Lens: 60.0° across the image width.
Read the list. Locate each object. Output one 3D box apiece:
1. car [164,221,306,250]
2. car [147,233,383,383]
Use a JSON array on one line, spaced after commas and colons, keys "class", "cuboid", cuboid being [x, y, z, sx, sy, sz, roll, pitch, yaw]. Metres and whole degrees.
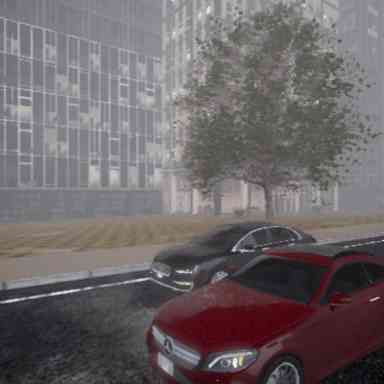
[{"class": "car", "cuboid": [1.289, 1.548, 8.576, 4.892, 1.490, 1.837, 0, 0, -35]}, {"class": "car", "cuboid": [1.627, 1.556, 4.837, 4.674, 1.442, 1.812, 0, 0, -35]}]
